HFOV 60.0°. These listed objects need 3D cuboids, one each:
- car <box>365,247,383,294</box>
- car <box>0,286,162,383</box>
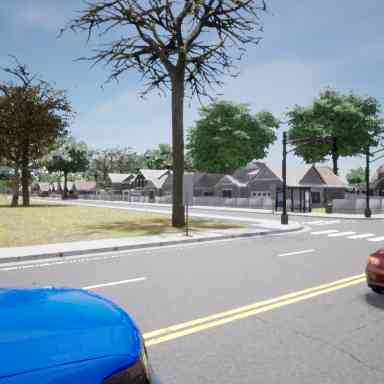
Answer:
[{"bbox_3d":[5.704,1.525,7.486,4.674,1.442,1.812,0,0,-36],"label":"car"},{"bbox_3d":[-2.770,1.222,1.466,5.566,2.045,2.150,0,0,-36],"label":"car"}]
